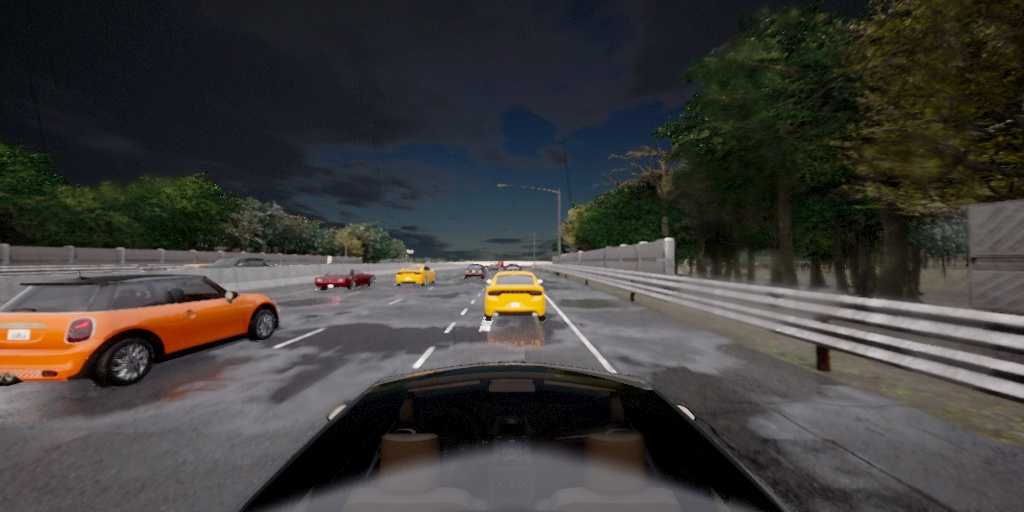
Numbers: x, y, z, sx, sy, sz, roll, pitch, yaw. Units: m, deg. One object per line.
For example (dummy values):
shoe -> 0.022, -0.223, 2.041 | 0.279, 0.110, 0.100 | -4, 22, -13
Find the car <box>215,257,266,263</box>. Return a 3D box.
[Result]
car -> -21.108, 1.118, 27.288 | 2.150, 2.045, 5.566 | 0, -1, 0

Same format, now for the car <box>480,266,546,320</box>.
car -> 0.096, 1.275, 12.866 | 1.882, 1.535, 5.008 | 0, 0, 0

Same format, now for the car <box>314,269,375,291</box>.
car -> -10.408, 1.456, 22.817 | 1.895, 1.301, 4.718 | 0, 0, 0

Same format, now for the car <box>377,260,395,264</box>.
car -> -21.029, 1.630, 59.740 | 2.150, 2.045, 5.566 | 0, 0, 0

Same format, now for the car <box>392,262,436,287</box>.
car -> -6.909, 1.359, 26.255 | 1.882, 1.535, 5.008 | 0, 0, 0

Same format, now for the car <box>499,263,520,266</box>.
car -> 0.089, 1.452, 31.084 | 1.812, 1.442, 4.674 | 0, -1, 0

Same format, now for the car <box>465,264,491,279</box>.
car -> -3.513, 1.523, 35.263 | 2.033, 1.411, 5.357 | 0, -1, 0

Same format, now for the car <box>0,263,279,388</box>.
car -> -6.901, 1.130, 7.144 | 2.097, 1.767, 4.553 | 0, 0, 0
